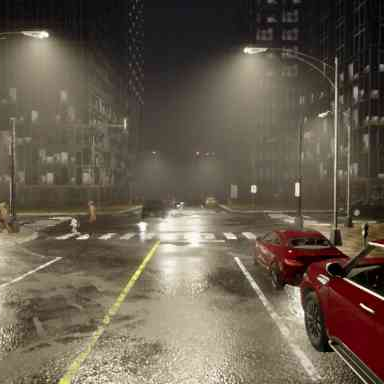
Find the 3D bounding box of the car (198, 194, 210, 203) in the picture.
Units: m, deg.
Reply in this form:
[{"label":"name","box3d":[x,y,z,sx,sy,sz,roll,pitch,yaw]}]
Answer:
[{"label":"car","box3d":[2.723,1.275,63.410,2.192,1.841,5.009,-1,0,0]}]

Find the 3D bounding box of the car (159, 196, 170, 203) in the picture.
[{"label":"car","box3d":[-5.658,1.518,69.635,1.947,1.339,4.313,-1,0,0]}]

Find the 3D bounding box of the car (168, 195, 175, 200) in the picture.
[{"label":"car","box3d":[-5.653,1.503,92.330,1.802,1.307,4.206,-1,0,0]}]

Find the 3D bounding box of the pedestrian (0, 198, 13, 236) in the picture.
[{"label":"pedestrian","box3d":[-9.037,1.146,15.947,0.375,1.860,0.375,-1,1,0]}]

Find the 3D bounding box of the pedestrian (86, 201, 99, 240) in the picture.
[{"label":"pedestrian","box3d":[-4.597,1.288,15.273,0.375,1.860,0.375,-1,1,0]}]

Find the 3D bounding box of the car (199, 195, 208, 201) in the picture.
[{"label":"car","box3d":[2.691,1.503,80.920,1.947,1.339,4.313,-1,0,0]}]

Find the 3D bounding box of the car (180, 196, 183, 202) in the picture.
[{"label":"car","box3d":[-3.065,1.442,59.319,1.882,1.535,5.008,0,0,0]}]

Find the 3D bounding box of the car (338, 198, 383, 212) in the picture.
[{"label":"car","box3d":[15.654,1.359,29.840,4.892,1.490,1.837,0,1,-5]}]

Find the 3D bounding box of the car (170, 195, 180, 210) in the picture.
[{"label":"car","box3d":[-3.091,1.332,43.120,2.097,1.767,4.553,0,0,0]}]

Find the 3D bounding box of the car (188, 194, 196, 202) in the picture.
[{"label":"car","box3d":[0.012,1.533,74.254,1.895,1.301,4.718,0,0,0]}]

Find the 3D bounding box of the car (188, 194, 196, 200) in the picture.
[{"label":"car","box3d":[0.014,1.242,84.227,1.882,1.535,5.008,0,0,0]}]

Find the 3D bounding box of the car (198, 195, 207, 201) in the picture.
[{"label":"car","box3d":[2.693,1.480,86.593,2.008,1.369,4.403,-1,0,0]}]

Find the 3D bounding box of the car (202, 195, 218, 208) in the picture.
[{"label":"car","box3d":[2.814,1.501,48.329,1.752,1.417,4.829,-1,0,0]}]

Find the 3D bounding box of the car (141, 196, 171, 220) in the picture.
[{"label":"car","box3d":[-3.102,1.439,28.231,1.882,1.535,5.008,0,1,0]}]

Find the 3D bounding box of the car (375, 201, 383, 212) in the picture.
[{"label":"car","box3d":[16.132,1.540,24.065,4.313,1.339,1.947,0,1,-5]}]

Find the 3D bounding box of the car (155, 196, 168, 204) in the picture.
[{"label":"car","box3d":[-5.829,1.525,63.961,1.947,1.339,4.313,-1,0,0]}]

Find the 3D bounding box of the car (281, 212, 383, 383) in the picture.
[{"label":"car","box3d":[2.673,1.314,3.166,2.192,1.841,5.009,-1,0,0]}]

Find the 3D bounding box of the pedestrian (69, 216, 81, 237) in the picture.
[{"label":"pedestrian","box3d":[-5.829,1.667,16.581,0.500,1.100,0.500,-1,1,0]}]

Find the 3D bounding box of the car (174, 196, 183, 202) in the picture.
[{"label":"car","box3d":[-2.988,1.542,73.247,1.895,1.301,4.718,0,0,0]}]

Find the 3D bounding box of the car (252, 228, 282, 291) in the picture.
[{"label":"car","box3d":[2.680,1.579,8.791,1.802,1.307,4.206,-1,0,0]}]
